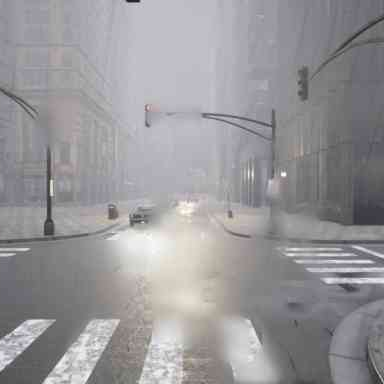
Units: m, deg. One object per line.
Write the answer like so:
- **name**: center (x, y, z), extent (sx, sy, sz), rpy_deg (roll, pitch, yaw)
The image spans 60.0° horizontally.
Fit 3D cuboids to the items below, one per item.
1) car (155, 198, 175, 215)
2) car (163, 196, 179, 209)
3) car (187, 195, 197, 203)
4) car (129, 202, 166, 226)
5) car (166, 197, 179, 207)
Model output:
- **car**: center (-3.105, 1.565, 33.170), extent (1.994, 1.385, 4.181), rpy_deg (0, 0, 0)
- **car**: center (-3.111, 1.355, 43.171), extent (2.097, 1.767, 4.553), rpy_deg (0, 0, 0)
- **car**: center (0.075, 1.367, 69.700), extent (2.097, 1.767, 4.553), rpy_deg (0, 0, 0)
- **car**: center (-3.108, 1.601, 23.227), extent (1.895, 1.301, 4.718), rpy_deg (0, 0, 0)
- **car**: center (-3.071, 1.532, 53.213), extent (1.812, 1.442, 4.674), rpy_deg (0, 0, 0)
